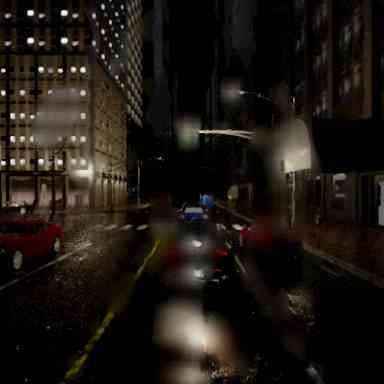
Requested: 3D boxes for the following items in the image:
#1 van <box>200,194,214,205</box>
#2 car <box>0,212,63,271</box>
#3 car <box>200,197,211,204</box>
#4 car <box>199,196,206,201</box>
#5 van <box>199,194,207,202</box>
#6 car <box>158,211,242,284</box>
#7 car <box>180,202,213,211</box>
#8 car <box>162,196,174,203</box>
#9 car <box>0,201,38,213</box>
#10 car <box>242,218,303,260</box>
[{"bbox_3d":[2.729,1.472,55.948,1.690,1.788,3.998,0,0,0],"label":"van"},{"bbox_3d":[-5.815,1.572,10.984,1.887,1.381,4.507,0,0,0],"label":"car"},{"bbox_3d":[2.739,1.706,67.340,2.008,1.369,4.403,0,0,0],"label":"car"},{"bbox_3d":[2.757,1.781,90.127,1.802,1.307,4.206,0,0,0],"label":"car"},{"bbox_3d":[2.752,1.529,84.431,1.690,1.788,3.998,0,0,0],"label":"van"},{"bbox_3d":[0.107,1.529,9.637,1.837,1.490,4.892,0,0,0],"label":"car"},{"bbox_3d":[0.118,1.618,22.236,1.994,1.385,4.181,0,0,0],"label":"car"},{"bbox_3d":[-5.637,1.712,73.044,1.887,1.381,4.507,0,0,0],"label":"car"},{"bbox_3d":[-18.494,1.588,34.716,4.403,1.369,2.008,0,0,1],"label":"car"},{"bbox_3d":[2.825,1.612,12.354,1.802,1.307,4.206,0,0,0],"label":"car"}]
